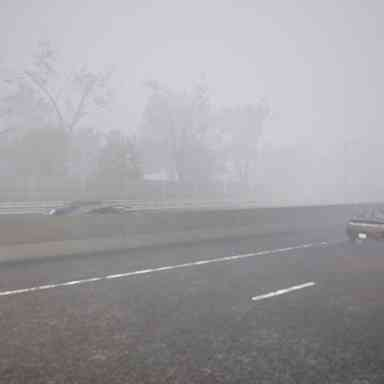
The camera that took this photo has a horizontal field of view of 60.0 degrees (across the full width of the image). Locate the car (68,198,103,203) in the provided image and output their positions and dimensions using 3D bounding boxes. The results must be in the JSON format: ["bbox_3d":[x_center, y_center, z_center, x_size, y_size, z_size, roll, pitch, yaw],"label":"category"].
[{"bbox_3d":[-8.254,1.334,23.901,4.553,1.767,2.097,0,0,-35],"label":"car"}]

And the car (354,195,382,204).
[{"bbox_3d":[25.348,1.245,47.838,4.553,1.767,2.097,0,0,-35],"label":"car"}]

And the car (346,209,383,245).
[{"bbox_3d":[8.486,1.457,14.102,4.902,1.511,2.128,0,0,-36],"label":"car"}]

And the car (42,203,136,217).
[{"bbox_3d":[-5.233,1.490,17.458,4.892,1.490,1.837,0,0,-36],"label":"car"}]
